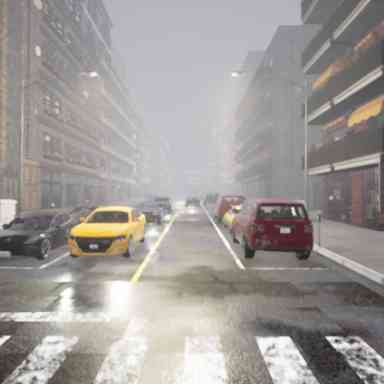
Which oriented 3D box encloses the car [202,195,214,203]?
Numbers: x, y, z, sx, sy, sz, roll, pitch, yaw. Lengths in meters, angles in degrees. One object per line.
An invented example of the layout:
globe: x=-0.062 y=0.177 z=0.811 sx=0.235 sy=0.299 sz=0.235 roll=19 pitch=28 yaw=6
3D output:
car: x=2.603 y=1.167 z=56.124 sx=1.802 sy=1.307 sz=4.206 roll=1 pitch=0 yaw=0

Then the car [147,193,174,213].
car: x=-2.823 y=1.172 z=31.797 sx=1.837 sy=1.490 sz=4.892 roll=0 pitch=0 yaw=0

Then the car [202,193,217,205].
car: x=2.603 y=1.042 z=50.563 sx=1.967 sy=1.590 sz=4.097 roll=1 pitch=0 yaw=0

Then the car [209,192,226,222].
car: x=2.596 y=1.057 z=22.764 sx=2.192 sy=1.841 sz=5.009 roll=1 pitch=0 yaw=0

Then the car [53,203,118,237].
car: x=-5.290 y=1.324 z=17.161 sx=1.947 sy=1.339 sz=4.313 roll=1 pitch=0 yaw=0

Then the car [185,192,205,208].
car: x=0.121 y=1.118 z=41.605 sx=2.128 sy=1.511 sz=4.902 roll=0 pitch=0 yaw=0

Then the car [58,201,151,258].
car: x=-2.841 y=1.283 z=12.102 sx=1.882 sy=1.535 sz=5.008 roll=0 pitch=0 yaw=0

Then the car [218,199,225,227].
car: x=2.591 y=1.307 z=17.371 sx=1.752 sy=1.417 sz=4.829 roll=1 pitch=0 yaw=0

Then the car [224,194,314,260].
car: x=2.593 y=1.142 z=11.640 sx=2.192 sy=1.841 sz=5.009 roll=1 pitch=0 yaw=0

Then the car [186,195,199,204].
car: x=0.088 y=1.154 z=51.840 sx=1.994 sy=1.385 sz=4.181 roll=0 pitch=0 yaw=0

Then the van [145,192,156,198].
van: x=-5.276 y=0.936 z=44.966 sx=1.690 sy=1.788 sz=3.998 roll=1 pitch=0 yaw=0

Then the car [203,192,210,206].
car: x=2.603 y=0.935 z=44.998 sx=2.192 sy=1.841 sz=5.009 roll=1 pitch=0 yaw=0

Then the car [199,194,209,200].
car: x=2.610 y=1.111 z=72.815 sx=1.947 sy=1.339 sz=4.313 roll=1 pitch=0 yaw=0

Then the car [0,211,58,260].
car: x=-5.292 y=1.368 z=11.600 sx=1.947 sy=1.339 sz=4.313 roll=1 pitch=0 yaw=0

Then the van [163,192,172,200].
van: x=-5.266 y=0.861 z=72.786 sx=1.690 sy=1.788 sz=3.998 roll=1 pitch=0 yaw=0

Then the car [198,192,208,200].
car: x=2.617 y=0.847 z=78.380 sx=2.192 sy=1.841 sz=5.009 roll=1 pitch=0 yaw=0

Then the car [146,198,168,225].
car: x=-2.835 y=1.299 z=21.372 sx=1.994 sy=1.385 sz=4.181 roll=0 pitch=0 yaw=0
